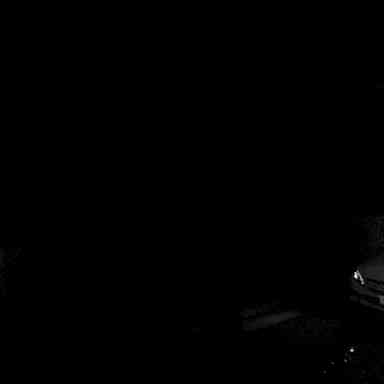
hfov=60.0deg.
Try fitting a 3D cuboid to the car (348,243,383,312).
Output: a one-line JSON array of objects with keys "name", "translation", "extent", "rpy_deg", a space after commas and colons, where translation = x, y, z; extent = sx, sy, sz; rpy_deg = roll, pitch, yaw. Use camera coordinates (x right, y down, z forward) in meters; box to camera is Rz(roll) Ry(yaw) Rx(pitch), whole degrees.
[{"name": "car", "translation": [5.065, 1.492, 6.670], "extent": [4.674, 1.442, 1.812], "rpy_deg": [0, 0, -35]}]
